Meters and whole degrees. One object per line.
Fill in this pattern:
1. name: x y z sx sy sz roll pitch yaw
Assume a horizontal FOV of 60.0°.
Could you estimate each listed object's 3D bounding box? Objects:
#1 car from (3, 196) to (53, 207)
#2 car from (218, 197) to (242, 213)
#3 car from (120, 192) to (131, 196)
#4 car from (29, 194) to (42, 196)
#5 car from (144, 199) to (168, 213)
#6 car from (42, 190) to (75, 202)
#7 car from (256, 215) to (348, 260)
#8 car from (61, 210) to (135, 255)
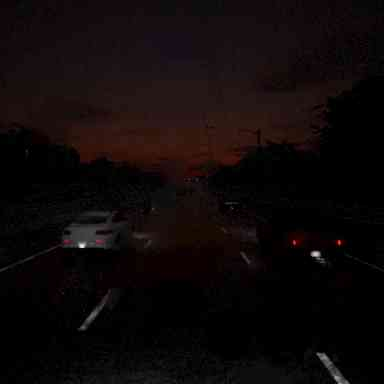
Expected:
1. car: -14.107 1.285 28.164 2.033 1.411 5.357 0 0 0
2. car: 3.592 1.194 32.122 2.128 1.511 4.902 0 0 0
3. car: -14.020 0.836 70.020 2.128 1.511 4.902 0 1 0
4. car: -21.090 1.067 44.777 1.882 1.535 5.008 0 0 0
5. car: -3.409 1.302 32.247 1.895 1.301 4.718 0 0 0
6. car: -17.591 0.813 44.807 2.150 2.045 5.566 0 0 0
7. car: 3.597 1.483 11.890 1.895 1.301 4.718 0 1 0
8. car: -3.402 1.402 12.605 1.812 1.442 4.674 0 1 0
